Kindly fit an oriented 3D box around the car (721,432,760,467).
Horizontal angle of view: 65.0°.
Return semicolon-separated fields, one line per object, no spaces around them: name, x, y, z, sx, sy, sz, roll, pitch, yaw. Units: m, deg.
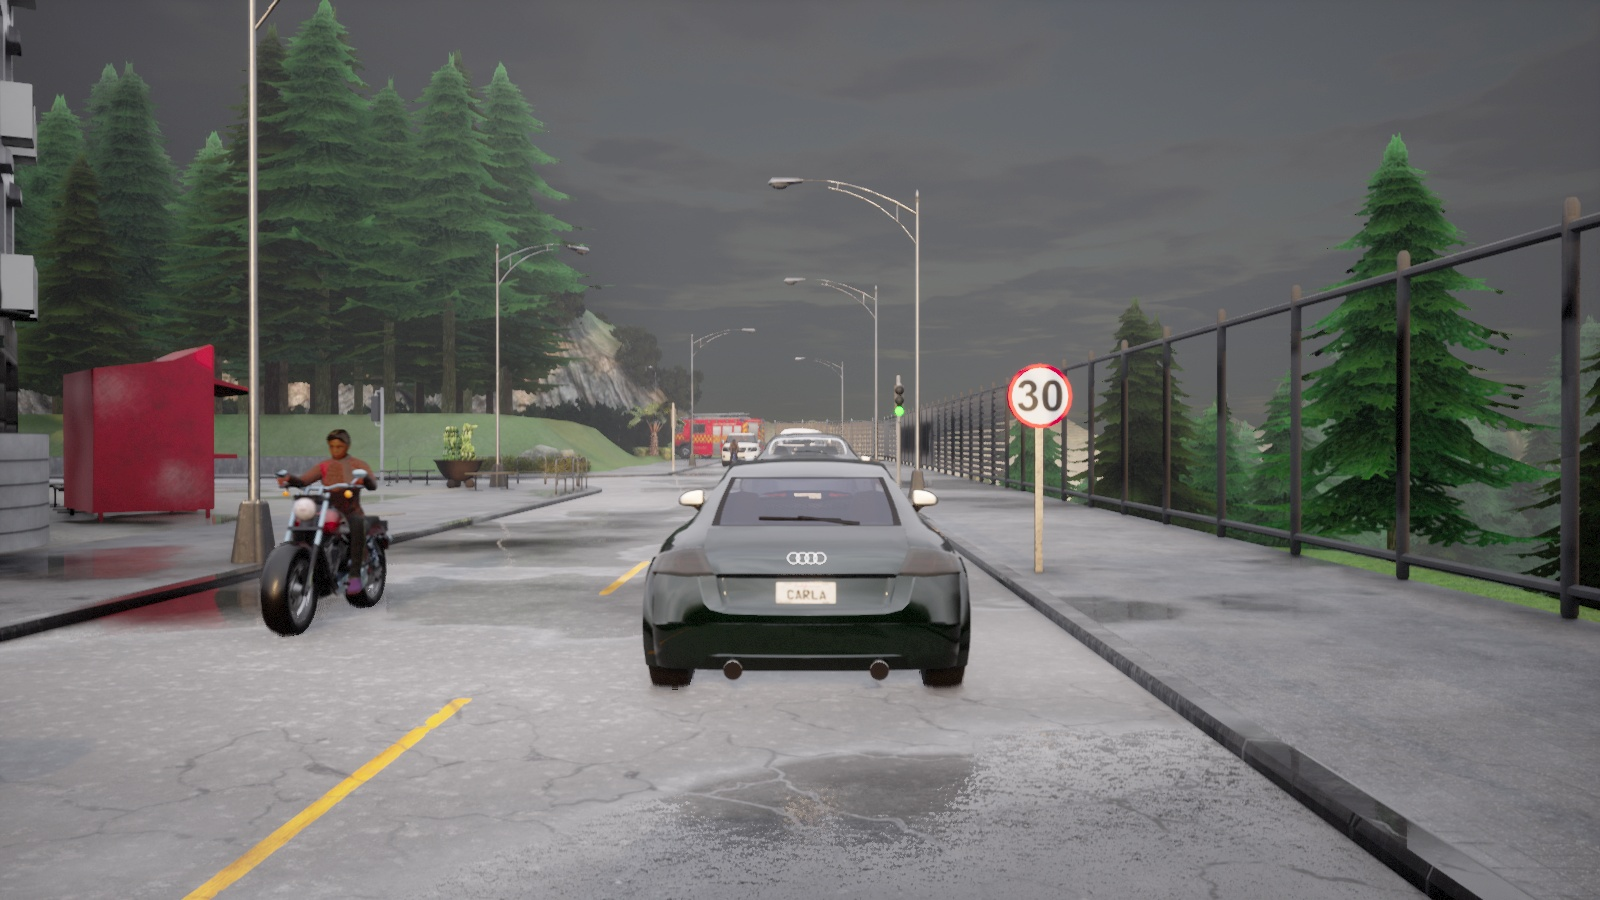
car;-3.577;-0.032;76.858;2.150;2.045;5.566;0;0;0

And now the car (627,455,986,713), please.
car;0.057;0.752;9.081;1.994;1.385;4.181;0;0;1

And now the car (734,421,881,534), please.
car;0.127;0.391;20.901;2.152;1.651;5.027;0;0;0

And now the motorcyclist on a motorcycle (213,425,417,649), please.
motorcyclist on a motorcycle;-3.928;0.627;10.411;0.766;1.649;2.350;0;1;0
